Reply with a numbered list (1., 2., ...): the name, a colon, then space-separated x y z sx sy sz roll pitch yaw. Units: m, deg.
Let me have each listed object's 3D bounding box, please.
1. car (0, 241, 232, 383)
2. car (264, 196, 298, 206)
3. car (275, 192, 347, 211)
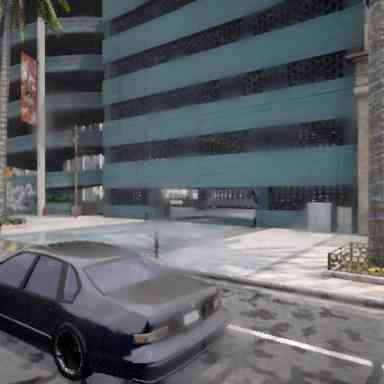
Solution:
1. car: -2.040 1.557 5.454 5.357 1.411 2.033 0 0 36
2. car: 13.894 1.359 52.121 4.674 1.452 2.002 0 0 36
3. car: 8.977 1.042 23.662 5.566 2.045 2.435 0 0 36
